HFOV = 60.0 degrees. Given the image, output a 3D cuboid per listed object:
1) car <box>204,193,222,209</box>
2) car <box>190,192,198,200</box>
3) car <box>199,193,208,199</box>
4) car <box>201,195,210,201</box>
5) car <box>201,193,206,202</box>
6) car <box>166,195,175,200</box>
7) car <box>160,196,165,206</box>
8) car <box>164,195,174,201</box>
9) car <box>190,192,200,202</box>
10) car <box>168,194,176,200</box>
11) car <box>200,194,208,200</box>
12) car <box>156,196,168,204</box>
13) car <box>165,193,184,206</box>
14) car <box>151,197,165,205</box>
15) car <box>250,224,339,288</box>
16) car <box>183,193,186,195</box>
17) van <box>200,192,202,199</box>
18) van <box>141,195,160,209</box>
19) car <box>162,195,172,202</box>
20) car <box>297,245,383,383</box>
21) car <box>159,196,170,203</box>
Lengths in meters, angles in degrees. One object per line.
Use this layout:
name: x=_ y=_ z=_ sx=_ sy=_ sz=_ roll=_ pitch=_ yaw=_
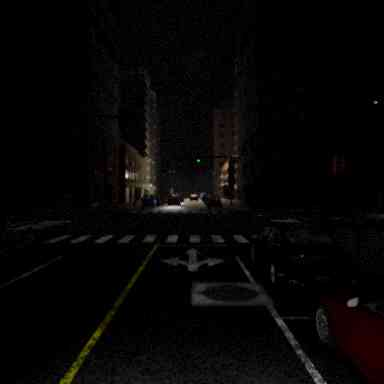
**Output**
car: x=2.904 y=1.348 z=43.644 sx=1.967 sy=1.590 sz=4.097 roll=0 pitch=0 yaw=0
car: x=0.500 y=1.006 z=84.026 sx=2.097 sy=1.767 sz=4.553 roll=0 pitch=0 yaw=0
car: x=3.236 y=1.105 z=94.665 sx=2.192 sy=1.841 sz=5.009 roll=0 pitch=0 yaw=0
car: x=3.126 y=1.384 z=77.659 sx=2.008 sy=1.369 sz=4.403 roll=0 pitch=0 yaw=0
car: x=2.977 y=1.324 z=54.981 sx=1.967 sy=1.590 sz=4.097 roll=0 pitch=0 yaw=0
car: x=-5.363 y=1.365 z=83.374 sx=1.887 sy=1.381 sz=4.507 roll=0 pitch=0 yaw=0
car: x=-5.585 y=1.337 z=49.365 sx=1.967 sy=1.590 sz=4.097 roll=0 pitch=0 yaw=0
car: x=-5.400 y=1.400 z=77.706 sx=1.947 sy=1.339 sz=4.313 roll=0 pitch=0 yaw=0
car: x=0.433 y=1.360 z=73.636 sx=2.128 sy=1.511 sz=4.902 roll=0 pitch=0 yaw=0
car: x=-5.327 y=1.332 z=88.873 sx=1.752 sy=1.417 sz=4.829 roll=0 pitch=0 yaw=0
car: x=3.200 y=1.245 z=88.997 sx=1.967 sy=1.590 sz=4.097 roll=0 pitch=0 yaw=0
car: x=-5.511 y=1.455 z=60.702 sx=1.802 sy=1.307 sz=4.206 roll=0 pitch=0 yaw=0
car: x=-2.774 y=1.383 z=52.069 sx=2.128 sy=1.511 sz=4.902 roll=0 pitch=0 yaw=1
car: x=-5.548 y=1.451 z=55.034 sx=1.947 sy=1.339 sz=4.313 roll=0 pitch=0 yaw=0
car: x=2.688 y=1.531 z=8.994 sx=2.008 sy=1.369 sz=4.403 roll=0 pitch=0 yaw=0
car: x=-2.605 y=1.455 z=68.018 sx=1.895 sy=1.301 sz=4.718 roll=0 pitch=0 yaw=0
van: x=3.051 y=1.201 z=66.320 sx=1.690 sy=1.788 sz=3.998 roll=0 pitch=0 yaw=0
van: x=-5.622 y=1.250 z=43.697 sx=1.690 sy=1.788 sz=3.998 roll=0 pitch=0 yaw=0
car: x=-5.438 y=1.373 z=71.868 sx=1.752 sy=1.417 sz=4.829 roll=0 pitch=0 yaw=0
car: x=2.676 y=1.574 z=3.401 sx=1.802 sy=1.307 sz=4.206 roll=0 pitch=0 yaw=0
car: x=-5.474 y=1.427 z=66.370 sx=1.947 sy=1.339 sz=4.313 roll=0 pitch=0 yaw=0
